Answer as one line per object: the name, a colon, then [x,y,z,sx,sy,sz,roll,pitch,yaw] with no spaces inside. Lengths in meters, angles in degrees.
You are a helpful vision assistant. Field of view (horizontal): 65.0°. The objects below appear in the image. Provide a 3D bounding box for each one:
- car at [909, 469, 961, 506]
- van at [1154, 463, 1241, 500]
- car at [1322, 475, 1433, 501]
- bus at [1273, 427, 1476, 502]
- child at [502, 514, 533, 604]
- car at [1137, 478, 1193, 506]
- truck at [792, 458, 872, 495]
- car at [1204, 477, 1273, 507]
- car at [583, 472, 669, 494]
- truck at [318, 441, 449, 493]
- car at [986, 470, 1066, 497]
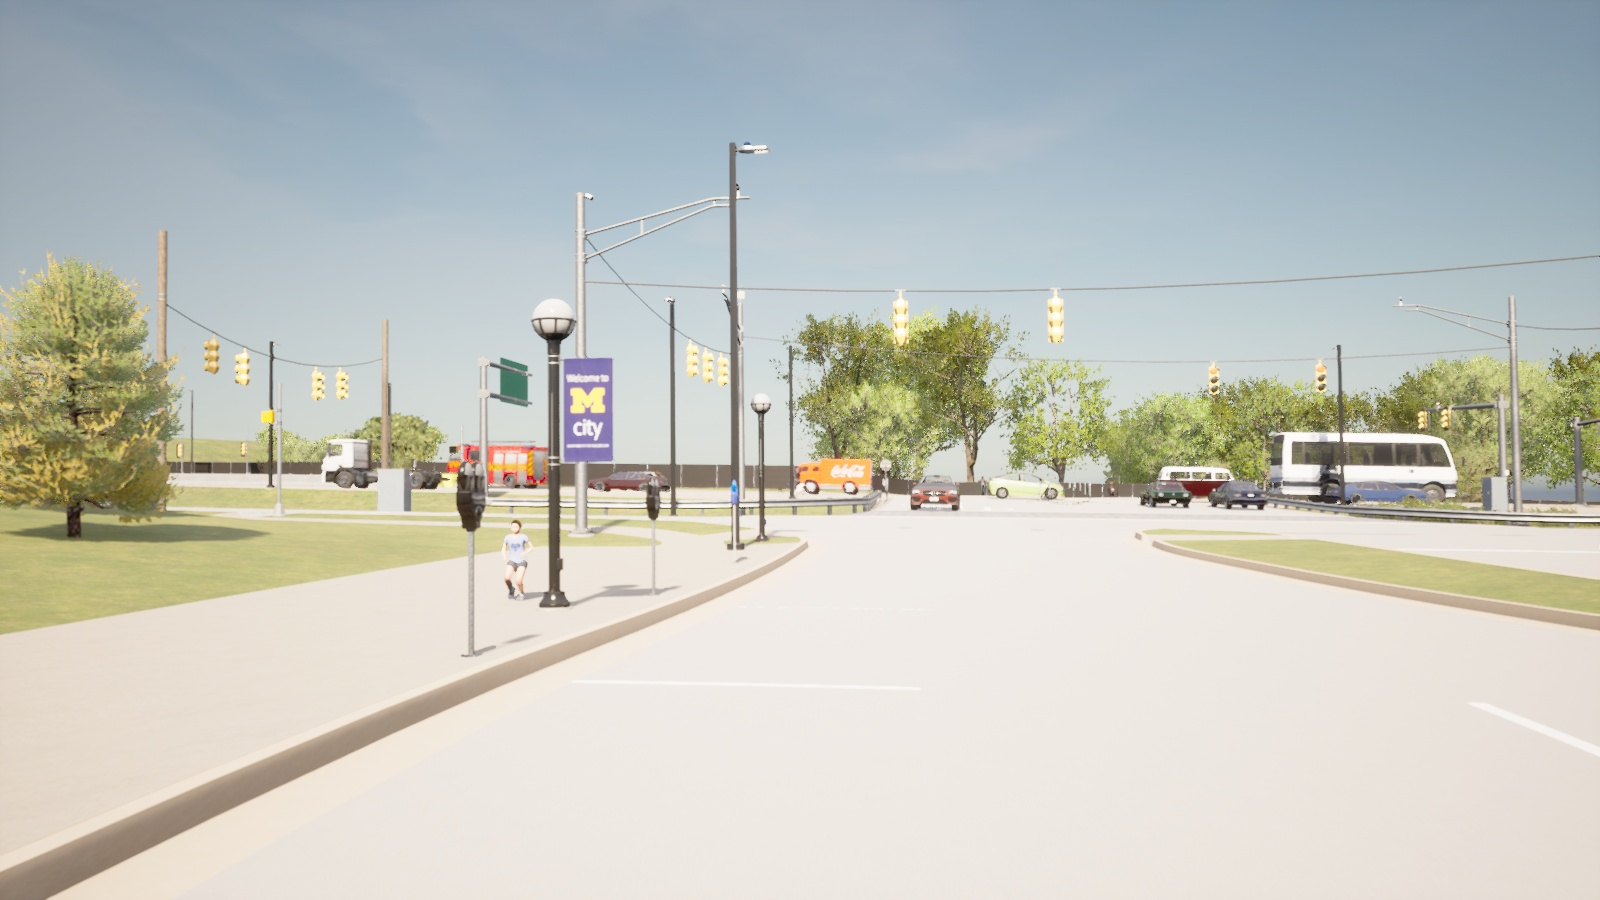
car: [6.271,1.718,57.814,2.152,1.651,5.027,0,-1,9]
van: [22.981,1.809,72.703,4.480,2.038,2.069,0,0,6]
car: [32.867,2.173,71.589,5.357,1.411,2.033,0,-2,7]
bus: [34.099,0.872,75.017,10.273,4.253,3.944,0,-2,7]
child: [-3.595,1.380,15.978,0.255,1.110,0.394,-1,-2,7]
car: [18.752,2.134,64.698,1.895,1.301,4.718,0,0,5]
truck: [2.197,1.812,85.706,5.204,2.467,2.627,0,-2,7]
car: [22.165,2.093,63.691,2.033,1.411,5.357,0,-1,5]
car: [-11.575,2.206,83.752,5.357,1.411,2.033,0,-2,7]
truck: [-28.363,1.159,85.720,7.936,3.462,2.891,0,-2,7]
car: [13.256,1.959,73.832,4.514,1.525,2.007,0,0,7]
